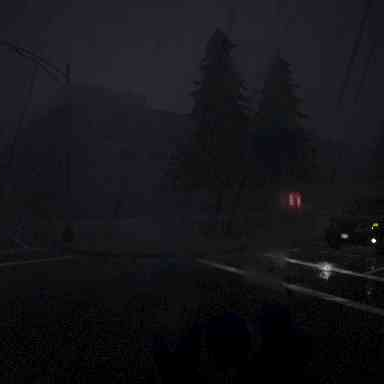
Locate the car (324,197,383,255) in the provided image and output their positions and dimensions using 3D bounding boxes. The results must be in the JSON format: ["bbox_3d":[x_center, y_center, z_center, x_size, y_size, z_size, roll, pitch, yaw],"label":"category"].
[{"bbox_3d":[7.762,1.248,13.710,5.566,2.045,2.150,0,0,-36],"label":"car"}]
